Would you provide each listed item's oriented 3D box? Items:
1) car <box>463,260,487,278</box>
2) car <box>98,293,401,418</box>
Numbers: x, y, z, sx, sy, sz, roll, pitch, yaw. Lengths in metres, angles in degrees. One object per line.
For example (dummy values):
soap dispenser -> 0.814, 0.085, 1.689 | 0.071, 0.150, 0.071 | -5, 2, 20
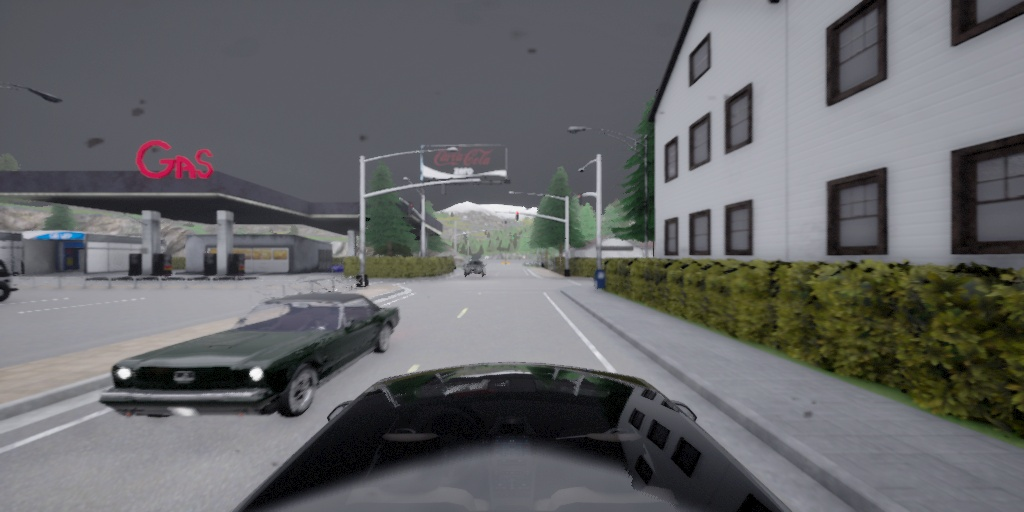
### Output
car -> -3.493, 1.159, 34.310 | 1.837, 1.490, 4.892 | 0, 0, 0
car -> -3.497, 1.356, 6.040 | 1.895, 1.301, 4.718 | 0, 0, 0
